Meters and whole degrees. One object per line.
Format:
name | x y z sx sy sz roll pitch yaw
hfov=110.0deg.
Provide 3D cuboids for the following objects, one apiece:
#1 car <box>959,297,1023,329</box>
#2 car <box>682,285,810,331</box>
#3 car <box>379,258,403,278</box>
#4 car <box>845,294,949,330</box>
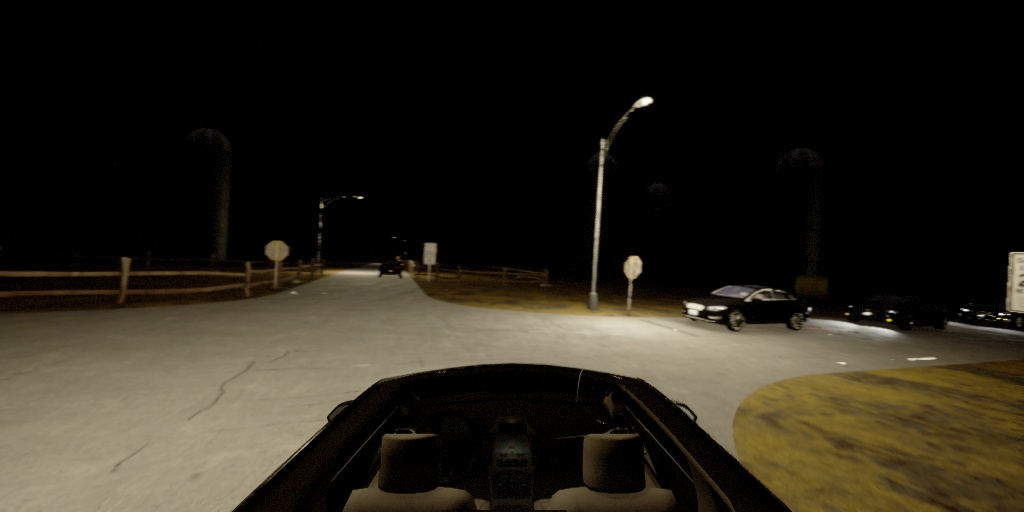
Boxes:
car | 26.256 2.946 19.063 4.892 1.490 1.837 4 0 -18
car | 8.639 1.829 13.235 4.902 1.511 2.128 3 0 -18
car | -10.830 1.076 32.051 1.882 1.535 5.008 3 -1 -19
car | 17.197 2.422 16.072 4.181 1.385 1.994 4 0 -19
